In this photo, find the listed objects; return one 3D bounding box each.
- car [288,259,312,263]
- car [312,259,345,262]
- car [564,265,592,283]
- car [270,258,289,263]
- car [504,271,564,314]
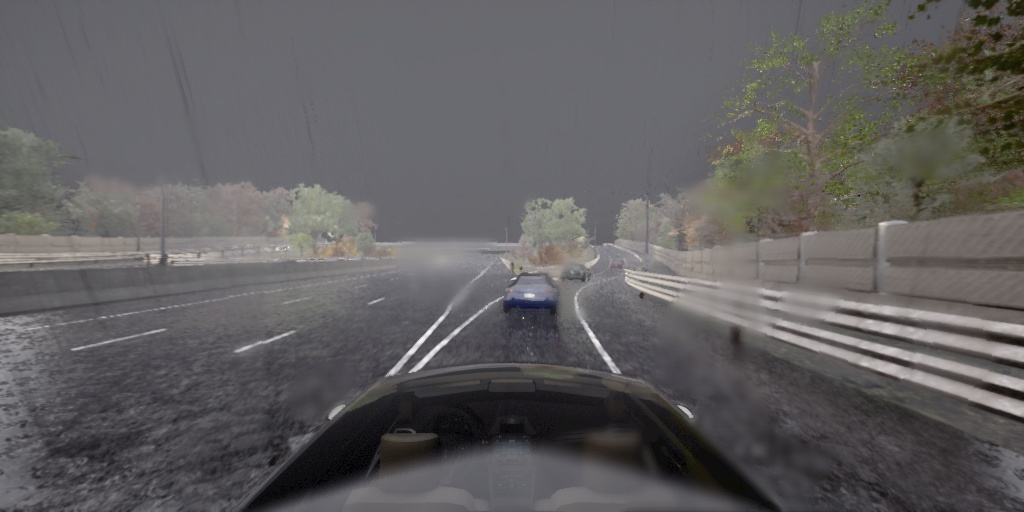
[{"bbox_3d":[-26.368,1.195,46.541,1.895,1.301,4.718,0,0,-2],"label":"car"},{"bbox_3d":[-22.842,1.093,45.487,1.882,1.535,5.008,0,0,-2],"label":"car"},{"bbox_3d":[6.376,1.610,34.751,2.097,1.767,4.553,1,-1,22],"label":"car"},{"bbox_3d":[-29.877,1.064,46.731,2.128,1.511,4.902,0,0,-2],"label":"car"},{"bbox_3d":[0.912,1.342,14.110,1.994,1.385,4.181,1,-1,8],"label":"car"}]
